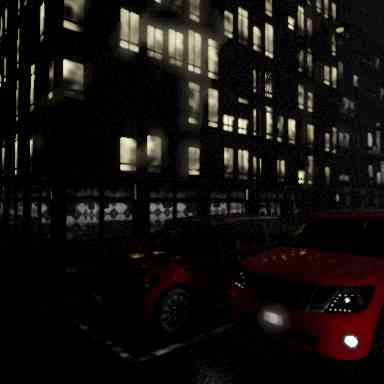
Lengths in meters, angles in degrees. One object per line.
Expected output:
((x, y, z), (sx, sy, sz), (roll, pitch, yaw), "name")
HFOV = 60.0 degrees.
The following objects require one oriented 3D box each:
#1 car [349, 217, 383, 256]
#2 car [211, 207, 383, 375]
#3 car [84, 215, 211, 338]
((8.690, 1.836, 14.458), (4.206, 1.307, 1.802), (1, -1, -41), "car")
((3.144, 1.335, 6.204), (5.566, 2.045, 2.150), (1, -2, -41), "car")
((0.332, 1.466, 7.168), (5.009, 1.841, 2.192), (1, -1, -41), "car")
